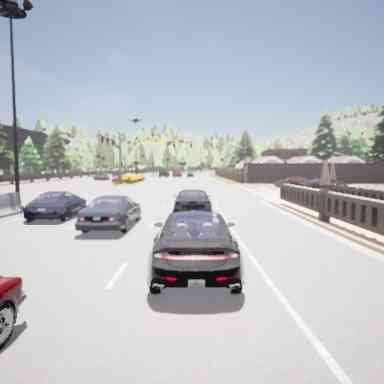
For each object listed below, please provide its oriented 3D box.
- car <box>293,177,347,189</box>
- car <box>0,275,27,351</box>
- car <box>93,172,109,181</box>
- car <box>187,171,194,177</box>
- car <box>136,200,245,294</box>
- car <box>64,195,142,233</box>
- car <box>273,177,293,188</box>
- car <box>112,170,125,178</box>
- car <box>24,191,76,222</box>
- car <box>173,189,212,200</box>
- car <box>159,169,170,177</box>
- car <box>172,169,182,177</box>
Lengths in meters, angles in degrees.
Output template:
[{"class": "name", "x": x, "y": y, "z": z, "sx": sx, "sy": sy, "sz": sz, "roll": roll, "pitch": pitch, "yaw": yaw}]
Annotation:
[{"class": "car", "x": 15.032, "y": -0.949, "z": 38.704, "sx": 5.357, "sy": 1.411, "sz": 2.033, "roll": 0, "pitch": 4, "yaw": 2}, {"class": "car", "x": -3.413, "y": 1.528, "z": 2.895, "sx": 1.895, "sy": 1.301, "sz": 4.718, "roll": 0, "pitch": 2, "yaw": 0}, {"class": "car", "x": -17.840, "y": -3.114, "z": 65.226, "sx": 2.097, "sy": 1.767, "sz": 4.553, "roll": 0, "pitch": 4, "yaw": 0}, {"class": "car", "x": -0.447, "y": -4.529, "z": 87.378, "sx": 1.895, "sy": 1.301, "sz": 4.718, "roll": 0, "pitch": 4, "yaw": 0}, {"class": "car", "x": 0.067, "y": 1.208, "z": 8.034, "sx": 2.128, "sy": 1.511, "sz": 4.902, "roll": 0, "pitch": 3, "yaw": 0}, {"class": "car", "x": -3.467, "y": 0.836, "z": 14.612, "sx": 2.033, "sy": 1.411, "sz": 5.357, "roll": 0, "pitch": 4, "yaw": 0}, {"class": "car", "x": 12.752, "y": -1.237, "z": 42.294, "sx": 4.674, "sy": 1.442, "sz": 1.812, "roll": 0, "pitch": 4, "yaw": 2}, {"class": "car", "x": -17.915, "y": -4.433, "z": 81.242, "sx": 2.150, "sy": 2.045, "sz": 5.566, "roll": 0, "pitch": 4, "yaw": 0}, {"class": "car", "x": -6.979, "y": 0.647, "z": 17.413, "sx": 1.994, "sy": 1.385, "sz": 4.181, "roll": 0, "pitch": 4, "yaw": 0}, {"class": "car", "x": 0.023, "y": 0.561, "z": 17.447, "sx": 1.882, "sy": 1.535, "sz": 5.008, "roll": 0, "pitch": 4, "yaw": -1}, {"class": "car", "x": -7.445, "y": -4.869, "z": 86.898, "sx": 2.150, "sy": 2.045, "sz": 5.566, "roll": 0, "pitch": 4, "yaw": 0}, {"class": "car", "x": -3.945, "y": -4.871, "z": 86.916, "sx": 2.150, "sy": 2.045, "sz": 5.566, "roll": 0, "pitch": 4, "yaw": 0}]
